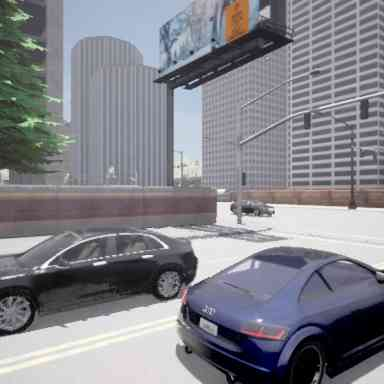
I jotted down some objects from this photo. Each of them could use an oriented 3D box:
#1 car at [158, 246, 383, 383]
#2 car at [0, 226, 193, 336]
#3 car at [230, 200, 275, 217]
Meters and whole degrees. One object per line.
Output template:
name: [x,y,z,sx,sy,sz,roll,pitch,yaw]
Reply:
car: [1.837,1.564,5.099,4.181,1.385,1.994,0,0,-35]
car: [-2.127,1.505,6.770,4.892,1.490,1.837,0,0,-35]
car: [5.666,1.491,31.551,2.128,1.511,4.902,0,0,-34]
